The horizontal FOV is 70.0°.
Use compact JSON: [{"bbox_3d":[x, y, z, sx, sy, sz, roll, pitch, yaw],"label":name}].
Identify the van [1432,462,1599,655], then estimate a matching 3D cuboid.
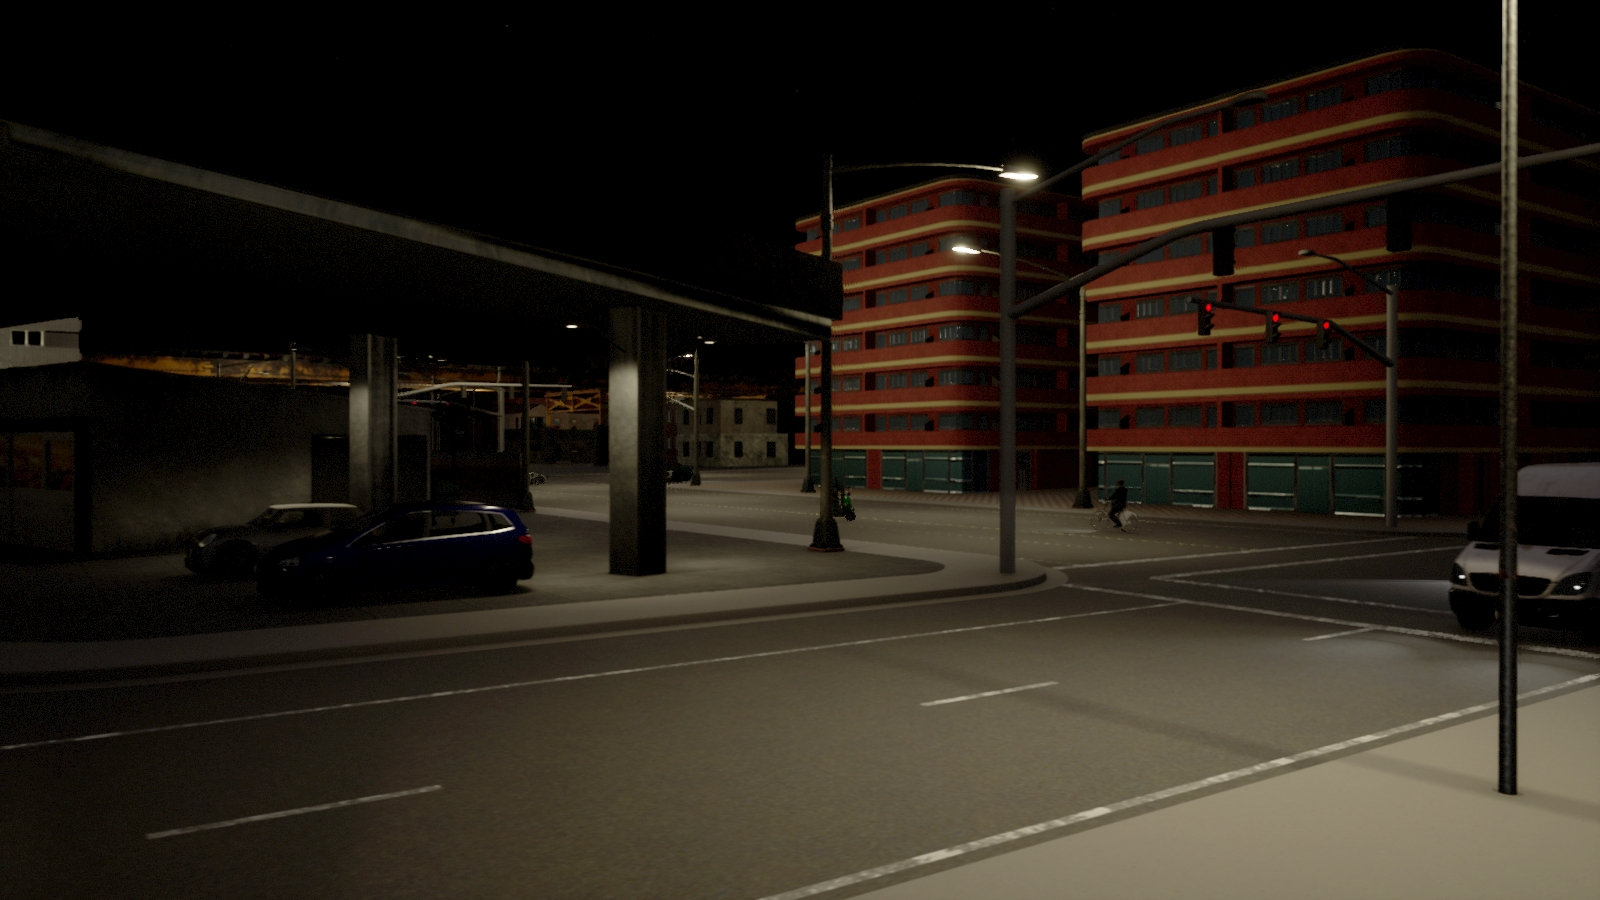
[{"bbox_3d":[12.477,1.494,18.033,5.915,2.561,1.988,0,0,-35],"label":"van"}]
